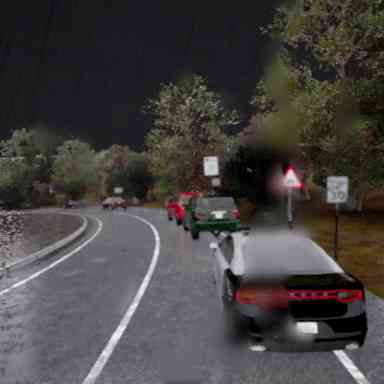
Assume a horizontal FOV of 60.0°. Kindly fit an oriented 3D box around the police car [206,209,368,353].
[{"bbox_3d":[1.411,1.398,6.559,1.930,1.638,5.238,-1,0,1],"label":"police car"}]

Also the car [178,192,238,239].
[{"bbox_3d":[0.810,1.097,16.869,2.150,2.045,5.566,-2,1,-8],"label":"car"}]

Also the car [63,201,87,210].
[{"bbox_3d":[-19.255,2.145,54.327,4.718,1.301,1.895,-3,3,42],"label":"car"}]

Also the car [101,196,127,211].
[{"bbox_3d":[-10.380,1.445,43.627,2.097,1.767,4.553,-5,2,-34],"label":"car"}]

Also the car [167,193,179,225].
[{"bbox_3d":[-0.339,1.062,23.035,2.150,2.045,5.566,-3,1,-13],"label":"car"}]
